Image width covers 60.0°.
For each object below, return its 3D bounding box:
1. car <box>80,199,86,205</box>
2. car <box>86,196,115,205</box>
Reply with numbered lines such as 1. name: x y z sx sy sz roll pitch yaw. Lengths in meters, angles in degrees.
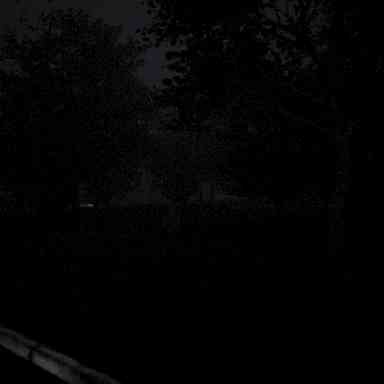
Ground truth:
1. car: -18.536 1.477 60.475 1.837 1.490 4.892 0 0 37
2. car: -15.650 1.494 58.545 1.812 1.442 4.674 0 0 37
